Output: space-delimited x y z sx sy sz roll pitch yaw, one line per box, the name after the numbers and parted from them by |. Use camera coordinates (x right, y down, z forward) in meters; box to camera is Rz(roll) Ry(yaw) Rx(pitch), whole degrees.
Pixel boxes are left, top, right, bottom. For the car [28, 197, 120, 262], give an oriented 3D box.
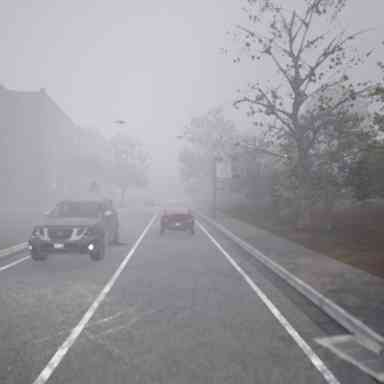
-4.160 1.244 12.744 2.150 2.045 5.566 0 0 -3 | car

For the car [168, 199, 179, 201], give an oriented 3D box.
-2.235 1.598 40.854 1.812 1.442 4.674 0 0 -4 | car

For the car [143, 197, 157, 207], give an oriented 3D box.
-6.685 1.587 52.910 1.837 1.490 4.892 0 0 -3 | car

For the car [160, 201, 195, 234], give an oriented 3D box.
-0.894 1.522 19.746 1.882 1.535 5.008 0 0 -4 | car
